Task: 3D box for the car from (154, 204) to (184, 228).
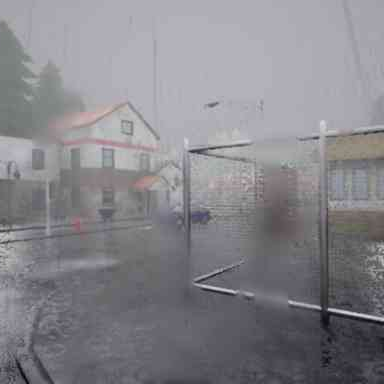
[{"bbox_3d":[-0.645,1.621,23.767,1.882,1.535,5.008,-1,0,36],"label":"car"}]
